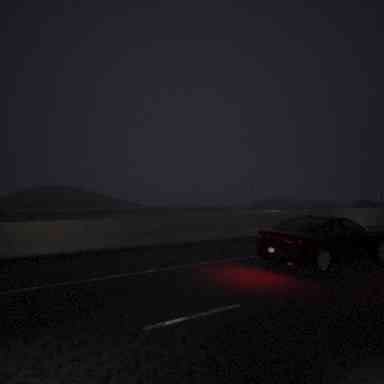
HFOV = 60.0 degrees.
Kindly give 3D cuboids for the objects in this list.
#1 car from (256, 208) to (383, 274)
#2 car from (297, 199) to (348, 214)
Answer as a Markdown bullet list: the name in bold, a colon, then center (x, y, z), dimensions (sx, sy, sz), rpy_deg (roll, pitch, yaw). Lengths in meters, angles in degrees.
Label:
- **car**: center (4.313, 1.472, 10.641), dimensions (5.008, 1.535, 1.882), rpy_deg (0, 0, -32)
- **car**: center (14.194, 1.530, 36.212), dimensions (5.357, 1.411, 2.033), rpy_deg (0, 0, -26)
